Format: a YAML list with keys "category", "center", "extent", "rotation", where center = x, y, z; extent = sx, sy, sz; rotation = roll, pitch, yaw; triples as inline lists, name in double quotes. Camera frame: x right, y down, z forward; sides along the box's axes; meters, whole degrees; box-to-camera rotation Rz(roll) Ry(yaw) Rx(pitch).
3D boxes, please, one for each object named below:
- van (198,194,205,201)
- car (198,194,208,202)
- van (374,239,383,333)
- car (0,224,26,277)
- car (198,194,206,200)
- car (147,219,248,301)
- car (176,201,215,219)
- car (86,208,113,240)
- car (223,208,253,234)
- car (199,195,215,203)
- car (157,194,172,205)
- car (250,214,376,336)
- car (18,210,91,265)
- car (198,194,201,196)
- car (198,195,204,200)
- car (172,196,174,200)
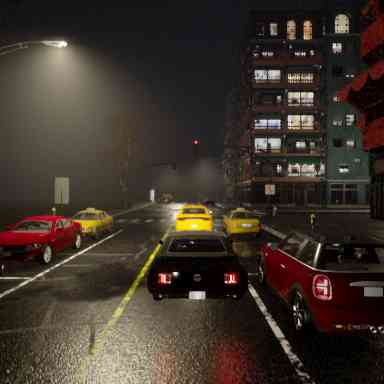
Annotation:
- category: "van"
  center: [2.586, 1.369, 89.889]
  extent: [1.690, 1.788, 3.998]
  rotation: [1, 0, 0]
- category: "car"
  center: [2.585, 1.338, 78.567]
  extent: [2.192, 1.841, 5.009]
  rotation: [1, 0, 0]
- category: "van"
  center: [2.576, 1.341, 1.112]
  extent: [1.690, 1.788, 3.998]
  rotation: [1, 0, 0]
- category: "car"
  center: [-5.306, 1.552, 6.248]
  extent: [2.008, 1.369, 4.403]
  rotation: [1, 0, 0]
- category: "car"
  center: [2.580, 1.599, 61.583]
  extent: [1.802, 1.307, 4.206]
  rotation: [1, 0, 0]
- category: "car"
  center: [0.102, 1.603, 8.300]
  extent: [1.895, 1.301, 4.718]
  rotation: [0, 0, 0]
- category: "car"
  center: [0.104, 1.482, 18.417]
  extent: [1.882, 1.535, 5.008]
  rotation: [0, 0, 0]
- category: "car"
  center: [-5.304, 1.529, 17.151]
  extent: [1.752, 1.417, 4.829]
  rotation: [1, 0, 0]
- category: "car"
  center: [2.576, 1.530, 17.917]
  extent: [1.752, 1.417, 4.829]
  rotation: [1, 0, 0]
- category: "car"
  center: [2.579, 1.565, 50.261]
  extent: [2.008, 1.369, 4.403]
  rotation: [1, 0, 0]
- category: "car"
  center: [-5.299, 1.457, 61.107]
  extent: [1.967, 1.590, 4.097]
  rotation: [1, 0, 0]
- category: "car"
  center: [2.576, 1.442, 6.658]
  extent: [1.967, 1.590, 4.097]
  rotation: [1, 0, 0]
- category: "car"
  center: [-5.305, 1.548, 11.785]
  extent: [1.887, 1.381, 4.507]
  rotation: [1, 0, 0]
- category: "car"
  center: [2.581, 1.587, 72.905]
  extent: [1.947, 1.339, 4.313]
  rotation: [1, 0, 0]
- category: "car"
  center: [2.584, 1.555, 95.720]
  extent: [1.752, 1.417, 4.829]
  rotation: [1, 0, 0]
- category: "car"
  center: [-5.297, 1.334, 66.762]
  extent: [2.192, 1.841, 5.009]
  rotation: [1, 0, 0]
